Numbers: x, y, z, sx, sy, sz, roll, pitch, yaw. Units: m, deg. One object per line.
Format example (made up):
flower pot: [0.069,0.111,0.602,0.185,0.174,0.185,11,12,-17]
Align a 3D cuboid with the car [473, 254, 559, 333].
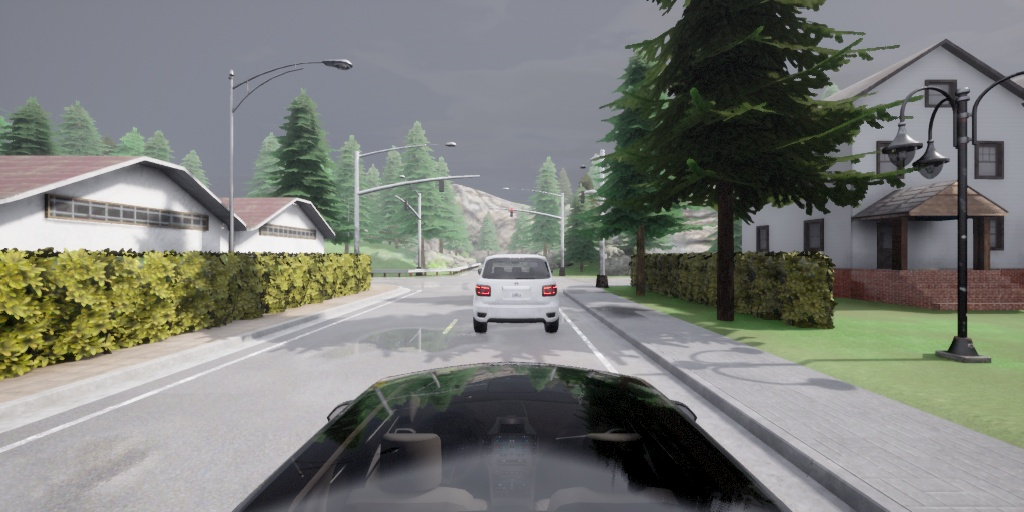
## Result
car: [0.105,0.971,10.892,2.150,2.045,5.566,0,0,0]
